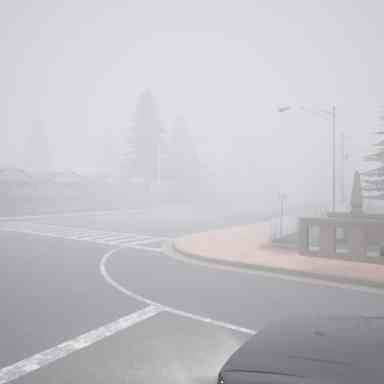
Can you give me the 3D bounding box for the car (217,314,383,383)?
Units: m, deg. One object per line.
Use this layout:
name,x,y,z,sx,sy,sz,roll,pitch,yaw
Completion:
car,2.746,1.550,2.016,5.357,1.411,2.033,0,0,36
